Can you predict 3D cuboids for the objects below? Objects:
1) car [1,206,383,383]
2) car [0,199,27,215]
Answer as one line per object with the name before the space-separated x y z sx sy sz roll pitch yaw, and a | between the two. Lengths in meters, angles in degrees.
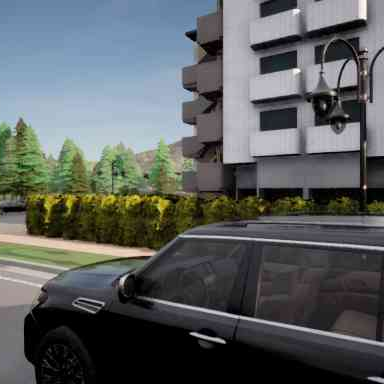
car | 0.773 1.221 3.121 5.566 2.045 2.150 0 0 34
car | -18.133 1.491 33.490 2.128 1.511 4.902 0 0 33
